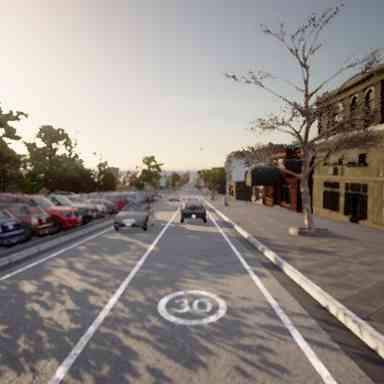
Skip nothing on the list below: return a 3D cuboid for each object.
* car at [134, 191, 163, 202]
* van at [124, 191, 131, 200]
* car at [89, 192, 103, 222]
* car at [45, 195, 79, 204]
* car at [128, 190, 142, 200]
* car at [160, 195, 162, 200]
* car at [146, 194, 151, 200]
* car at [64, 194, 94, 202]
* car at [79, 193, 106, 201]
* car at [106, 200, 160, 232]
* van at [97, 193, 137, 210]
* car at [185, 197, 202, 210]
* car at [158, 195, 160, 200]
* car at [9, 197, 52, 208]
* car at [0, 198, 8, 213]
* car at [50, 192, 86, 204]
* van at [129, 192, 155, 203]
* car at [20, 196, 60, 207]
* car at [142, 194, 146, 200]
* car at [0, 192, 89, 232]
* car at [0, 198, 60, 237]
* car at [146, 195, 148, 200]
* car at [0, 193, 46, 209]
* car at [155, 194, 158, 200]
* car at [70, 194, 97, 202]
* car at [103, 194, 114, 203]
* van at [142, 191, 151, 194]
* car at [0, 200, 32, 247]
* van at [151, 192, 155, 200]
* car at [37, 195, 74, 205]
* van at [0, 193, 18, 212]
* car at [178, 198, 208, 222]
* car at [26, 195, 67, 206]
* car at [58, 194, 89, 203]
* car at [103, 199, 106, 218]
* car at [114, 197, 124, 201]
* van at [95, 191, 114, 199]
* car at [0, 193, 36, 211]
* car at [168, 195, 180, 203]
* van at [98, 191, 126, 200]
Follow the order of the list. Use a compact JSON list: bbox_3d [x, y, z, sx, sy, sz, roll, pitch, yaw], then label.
[{"bbox_3d":[-8.904,0.889,68.474,5.566,2.045,2.435,0,1,0],"label":"car"},{"bbox_3d":[-9.029,1.162,34.828,4.442,1.987,1.878,0,0,0],"label":"van"},{"bbox_3d":[-8.876,1.170,20.812,5.566,2.045,2.435,0,0,0],"label":"car"},{"bbox_3d":[-21.999,1.264,56.498,4.892,1.521,2.231,0,1,0],"label":"car"},{"bbox_3d":[-8.886,1.130,37.632,5.566,2.045,2.435,0,0,0],"label":"car"},{"bbox_3d":[-8.745,1.166,65.673,5.366,1.575,1.946,0,1,0],"label":"car"},{"bbox_3d":[-8.950,1.360,48.853,4.792,1.488,2.163,0,0,0],"label":"car"},{"bbox_3d":[-22.015,1.178,64.824,5.008,1.535,2.097,0,1,0],"label":"car"},{"bbox_3d":[-21.829,1.089,73.150,5.366,1.575,1.946,0,1,0],"label":"car"},{"bbox_3d":[-3.333,1.439,19.921,2.128,1.511,4.902,0,0,0],"label":"car"},{"bbox_3d":[-9.032,1.149,40.433,4.442,1.987,1.878,0,0,0],"label":"van"},{"bbox_3d":[0.133,1.402,42.363,2.033,1.411,5.357,0,0,0],"label":"car"},{"bbox_3d":[-8.931,1.238,62.871,4.674,1.452,2.002,0,1,0],"label":"car"},{"bbox_3d":[-22.027,1.380,45.389,4.792,1.488,2.163,0,0,0],"label":"car"},{"bbox_3d":[-22.178,1.386,34.285,5.366,1.575,1.946,0,0,0],"label":"car"},{"bbox_3d":[-21.977,0.983,59.270,5.566,2.045,2.435,0,1,0],"label":"car"},{"bbox_3d":[-9.044,1.001,60.065,4.442,1.987,1.878,0,1,0],"label":"van"},{"bbox_3d":[-21.970,1.366,48.172,4.792,1.488,2.163,0,0,0],"label":"car"},{"bbox_3d":[-8.924,1.362,43.241,4.892,1.521,2.231,0,0,0],"label":"car"},{"bbox_3d":[-8.874,1.177,18.008,5.566,2.045,2.435,0,0,0],"label":"car"},{"bbox_3d":[-8.870,1.310,15.206,4.553,1.767,2.185,0,0,0],"label":"car"},{"bbox_3d":[-8.916,1.388,46.045,4.674,1.452,2.002,0,0,0],"label":"car"},{"bbox_3d":[-21.968,1.113,42.612,5.566,2.045,2.435,0,0,0],"label":"car"},{"bbox_3d":[-8.920,1.255,57.264,5.008,1.535,2.097,0,1,0],"label":"car"},{"bbox_3d":[-22.017,1.150,67.600,4.892,1.521,2.231,0,1,0],"label":"car"},{"bbox_3d":[-8.939,1.283,26.419,4.553,1.767,2.185,0,0,0],"label":"car"},{"bbox_3d":[-9.039,1.081,51.653,4.442,1.987,1.878,0,0,0],"label":"van"},{"bbox_3d":[-8.868,1.316,12.402,4.553,1.767,2.185,0,0,0],"label":"car"},{"bbox_3d":[-8.807,1.057,54.455,4.442,1.987,1.878,0,1,0],"label":"van"},{"bbox_3d":[-21.998,1.289,53.720,5.008,1.535,2.097,0,0,0],"label":"car"},{"bbox_3d":[-22.110,1.157,37.059,4.442,1.987,1.878,0,0,0],"label":"van"},{"bbox_3d":[0.120,1.434,25.348,1.837,1.490,4.892,0,0,0],"label":"car"},{"bbox_3d":[-22.186,1.310,50.943,5.366,1.575,1.946,0,0,0],"label":"car"},{"bbox_3d":[-22.013,1.206,62.048,5.008,1.535,2.097,0,1,0],"label":"car"},{"bbox_3d":[-8.903,1.455,23.616,4.674,1.452,2.002,0,0,0],"label":"car"},{"bbox_3d":[-8.903,1.403,29.222,4.892,1.521,2.231,0,0,0],"label":"car"},{"bbox_3d":[-22.137,0.753,84.249,4.442,1.987,1.878,0,1,0],"label":"van"},{"bbox_3d":[-22.023,1.125,39.836,5.566,2.045,2.435,0,0,0],"label":"car"},{"bbox_3d":[-3.232,1.239,61.978,1.812,1.442,4.674,0,1,1],"label":"car"},{"bbox_3d":[-9.027,1.169,32.025,4.442,1.987,1.878,0,0,0],"label":"van"}]
